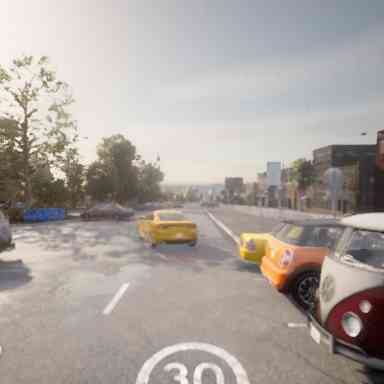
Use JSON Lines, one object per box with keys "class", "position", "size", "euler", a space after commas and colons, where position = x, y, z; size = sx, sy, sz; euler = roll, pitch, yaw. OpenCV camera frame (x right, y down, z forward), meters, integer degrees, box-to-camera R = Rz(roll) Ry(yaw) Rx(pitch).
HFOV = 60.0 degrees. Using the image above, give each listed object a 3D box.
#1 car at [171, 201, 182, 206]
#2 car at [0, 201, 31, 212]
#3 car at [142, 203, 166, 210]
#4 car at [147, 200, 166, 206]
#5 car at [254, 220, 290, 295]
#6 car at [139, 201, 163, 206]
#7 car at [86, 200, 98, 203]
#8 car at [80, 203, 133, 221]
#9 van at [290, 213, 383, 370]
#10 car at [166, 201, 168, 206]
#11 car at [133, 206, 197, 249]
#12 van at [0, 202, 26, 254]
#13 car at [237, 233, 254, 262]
{"class": "car", "position": [-2.771, 2.824, 69.711], "size": [1.895, 1.301, 4.718], "euler": [0, -2, 1]}
{"class": "car", "position": [-25.771, 2.042, 46.718], "size": [5.357, 1.411, 2.033], "euler": [1, 1, 1]}
{"class": "car", "position": [-7.862, 2.955, 68.924], "size": [4.674, 1.452, 2.002], "euler": [0, -2, 1]}
{"class": "car", "position": [-7.931, 2.747, 62.506], "size": [4.892, 1.521, 2.231], "euler": [0, -2, 1]}
{"class": "car", "position": [3.909, 1.382, 7.351], "size": [4.553, 1.767, 2.185], "euler": [0, -1, 0]}
{"class": "car", "position": [-7.970, 2.700, 59.230], "size": [4.674, 1.452, 2.002], "euler": [0, -2, 1]}
{"class": "car", "position": [-8.276, 1.897, 34.909], "size": [4.553, 1.767, 2.185], "euler": [0, -1, 0]}
{"class": "car", "position": [-8.239, 1.981, 31.735], "size": [4.674, 1.452, 2.002], "euler": [0, -2, 0]}
{"class": "van", "position": [3.817, 1.267, 4.315], "size": [4.442, 1.987, 1.878], "euler": [0, 0, 0]}
{"class": "car", "position": [-7.906, 2.832, 65.778], "size": [5.008, 1.535, 2.097], "euler": [0, -2, 1]}
{"class": "car", "position": [-1.298, 1.591, 15.418], "size": [1.882, 1.535, 5.008], "euler": [1, -1, -18]}
{"class": "van", "position": [-8.202, 1.313, 10.947], "size": [4.442, 1.987, 1.878], "euler": [0, -1, 0]}
{"class": "car", "position": [4.132, 1.531, 10.267], "size": [5.366, 1.575, 1.946], "euler": [0, -1, 0]}
